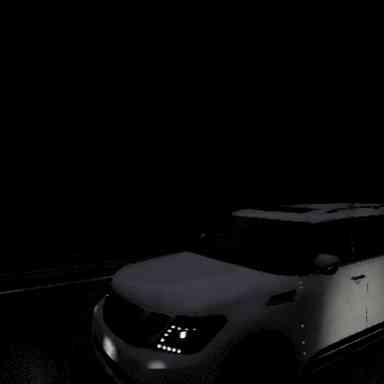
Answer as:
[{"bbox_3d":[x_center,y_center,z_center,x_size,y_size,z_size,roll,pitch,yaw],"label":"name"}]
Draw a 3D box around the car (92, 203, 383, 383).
[{"bbox_3d":[1.479,1.213,4.861,5.566,2.045,2.150,0,0,-33],"label":"car"}]
